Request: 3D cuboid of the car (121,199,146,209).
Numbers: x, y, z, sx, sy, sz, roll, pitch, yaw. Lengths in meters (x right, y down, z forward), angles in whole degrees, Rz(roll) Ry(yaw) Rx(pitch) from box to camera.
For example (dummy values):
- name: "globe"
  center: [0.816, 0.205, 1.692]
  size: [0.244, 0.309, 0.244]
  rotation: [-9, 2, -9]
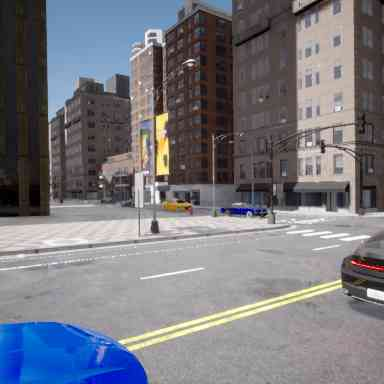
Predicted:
- name: "car"
  center: [-8.959, 1.724, 50.355]
  size: [2.033, 1.411, 5.357]
  rotation: [-1, 0, -35]

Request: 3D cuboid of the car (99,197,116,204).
- name: "car"
  center: [-17.192, 1.741, 67.583]
  size: [2.033, 1.411, 5.357]
  rotation: [-1, 0, -35]

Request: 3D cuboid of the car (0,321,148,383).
- name: "car"
  center: [-2.577, 1.478, 1.603]
  size: [5.008, 1.535, 1.882]
  rotation: [0, 0, -35]

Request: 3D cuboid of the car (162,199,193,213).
- name: "car"
  center: [-1.791, 1.610, 40.152]
  size: [1.882, 1.535, 5.008]
  rotation: [-1, 1, -35]

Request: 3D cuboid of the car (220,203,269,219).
- name: "car"
  center: [4.819, 1.695, 30.766]
  size: [1.895, 1.301, 4.718]
  rotation: [-1, 0, -35]

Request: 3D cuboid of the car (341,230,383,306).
- name: "car"
  center: [5.114, 1.504, 7.092]
  size: [4.892, 1.490, 1.837]
  rotation: [0, 0, -36]
